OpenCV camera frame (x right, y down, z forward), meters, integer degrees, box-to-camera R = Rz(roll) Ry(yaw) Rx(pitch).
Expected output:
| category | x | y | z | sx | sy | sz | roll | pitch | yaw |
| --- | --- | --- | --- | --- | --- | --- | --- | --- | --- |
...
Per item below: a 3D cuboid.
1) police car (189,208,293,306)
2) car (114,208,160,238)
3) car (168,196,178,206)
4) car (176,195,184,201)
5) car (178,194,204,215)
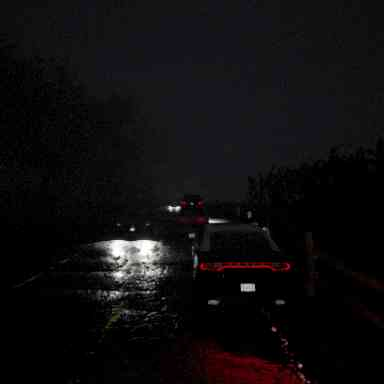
| category | x | y | z | sx | sy | sz | roll | pitch | yaw |
| --- | --- | --- | --- | --- | --- | --- | --- | --- | --- |
| police car | 0.949 | 1.423 | 8.251 | 1.930 | 1.638 | 5.238 | 0 | 0 | 0 |
| car | -2.778 | 1.560 | 17.526 | 1.994 | 1.385 | 4.181 | 0 | 0 | 0 |
| car | -2.835 | 1.484 | 54.864 | 2.128 | 1.511 | 4.902 | 0 | 0 | 0 |
| car | -2.876 | 1.488 | 83.145 | 1.882 | 1.535 | 5.008 | 0 | 0 | 0 |
| car | 0.011 | 1.216 | 33.869 | 2.150 | 2.045 | 5.566 | 0 | 0 | 0 |
